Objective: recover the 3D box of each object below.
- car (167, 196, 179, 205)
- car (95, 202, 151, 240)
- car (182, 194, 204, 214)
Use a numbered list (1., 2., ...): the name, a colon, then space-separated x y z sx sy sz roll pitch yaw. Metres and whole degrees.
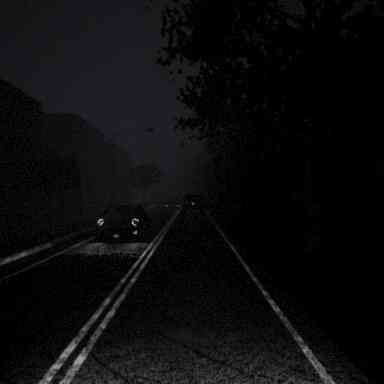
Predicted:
1. car: -3.296 1.480 57.435 1.882 1.535 5.008 0 0 1
2. car: -3.346 1.360 16.913 2.097 1.767 4.553 0 0 0
3. car: 0.105 1.229 35.298 2.150 2.045 5.566 0 0 0
